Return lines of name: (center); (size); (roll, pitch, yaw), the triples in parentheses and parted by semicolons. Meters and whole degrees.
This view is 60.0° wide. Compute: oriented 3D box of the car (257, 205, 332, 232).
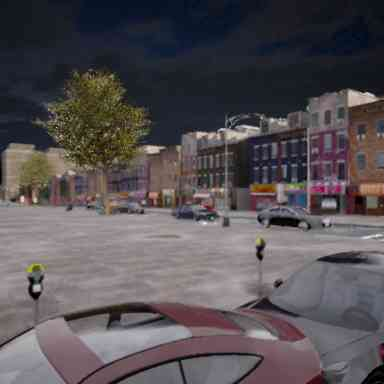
car: (6.301, 1.611, 20.983); (2.128, 1.511, 4.902); (0, -1, -36)

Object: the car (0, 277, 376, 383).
car: (-0.715, 1.581, 2.300); (4.206, 1.307, 1.802); (0, 0, -36)

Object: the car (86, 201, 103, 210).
car: (-17.176, 2.378, 58.698); (2.128, 1.511, 4.902); (0, -1, -36)

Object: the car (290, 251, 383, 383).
car: (2.266, 1.562, 4.428); (4.313, 1.339, 1.947); (0, 0, -36)

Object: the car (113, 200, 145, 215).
car: (-7.382, 1.962, 40.039); (1.837, 1.490, 4.892); (0, 0, -36)

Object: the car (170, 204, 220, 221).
car: (0.128, 1.801, 29.578); (2.033, 1.411, 5.357); (0, -1, -35)

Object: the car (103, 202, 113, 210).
car: (-11.292, 2.022, 50.518); (2.097, 1.767, 4.553); (0, -1, -36)
